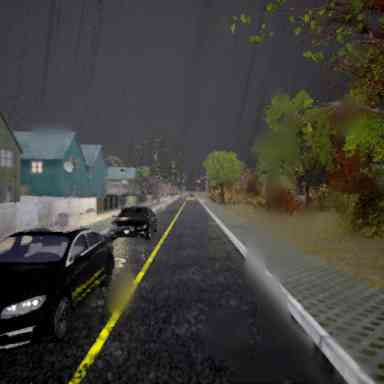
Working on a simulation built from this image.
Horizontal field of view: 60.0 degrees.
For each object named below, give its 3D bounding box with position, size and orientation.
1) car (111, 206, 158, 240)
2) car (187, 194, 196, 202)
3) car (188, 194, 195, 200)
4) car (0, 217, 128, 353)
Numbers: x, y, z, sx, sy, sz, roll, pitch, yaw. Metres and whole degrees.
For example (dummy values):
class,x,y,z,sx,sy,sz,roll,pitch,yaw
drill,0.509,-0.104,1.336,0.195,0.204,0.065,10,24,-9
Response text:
class,x,y,z,sx,sy,sz,roll,pitch,yaw
car,-2.849,1.490,16.948,1.837,1.490,4.892,0,0,0
car,-0.059,1.400,76.351,1.882,1.535,5.008,0,0,0
car,-0.067,1.326,86.785,1.837,1.490,4.892,0,0,0
car,-2.850,1.487,6.525,2.128,1.511,4.902,0,0,0
